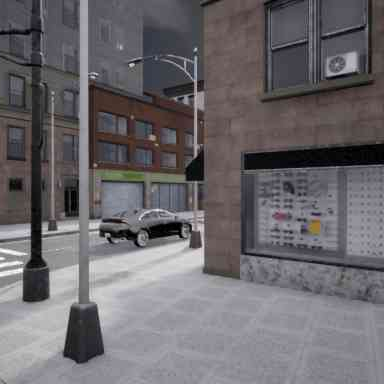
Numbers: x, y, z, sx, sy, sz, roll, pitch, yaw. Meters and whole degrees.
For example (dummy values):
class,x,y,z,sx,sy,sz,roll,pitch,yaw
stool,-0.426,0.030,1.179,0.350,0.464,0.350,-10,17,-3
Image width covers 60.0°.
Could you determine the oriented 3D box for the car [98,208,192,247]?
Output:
class,x,y,z,sx,sy,sz,roll,pitch,yaw
car,-1.886,1.459,14.956,2.128,1.511,4.902,0,0,35
